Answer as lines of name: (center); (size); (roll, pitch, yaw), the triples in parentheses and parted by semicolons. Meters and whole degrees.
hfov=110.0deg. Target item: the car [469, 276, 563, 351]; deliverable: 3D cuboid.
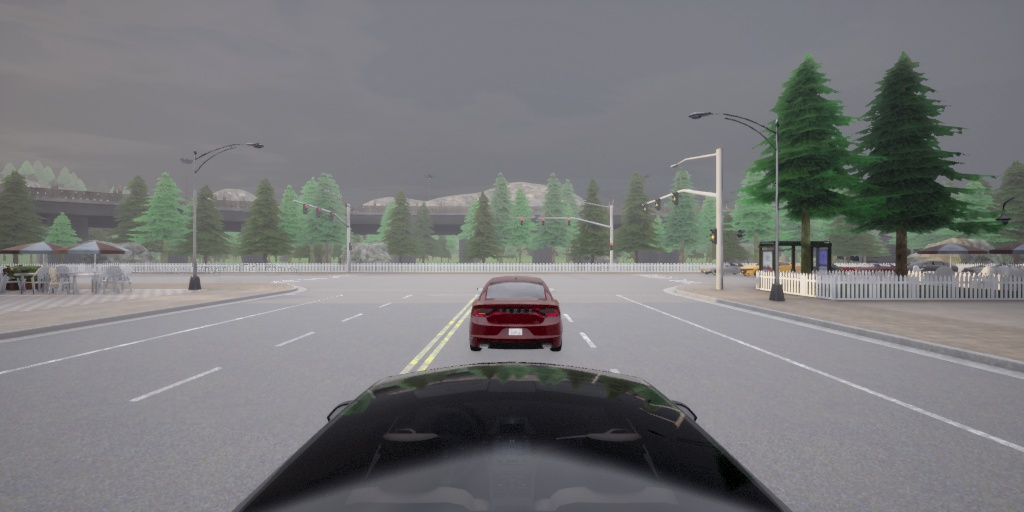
car: (0.103, 1.228, 8.989); (1.882, 1.535, 5.008); (0, 0, 1)

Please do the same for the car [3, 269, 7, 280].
car: (-38.418, 1.295, 26.054); (4.718, 1.301, 1.895); (0, 0, -7)

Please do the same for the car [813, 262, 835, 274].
car: (31.050, 1.295, 36.498); (4.718, 1.301, 1.895); (0, 0, 2)

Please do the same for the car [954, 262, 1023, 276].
car: (43.003, 1.258, 31.776); (4.181, 1.385, 1.994); (0, 0, 14)

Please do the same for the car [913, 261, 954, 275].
car: (40.969, 1.199, 35.696); (4.892, 1.490, 1.837); (0, 0, 10)

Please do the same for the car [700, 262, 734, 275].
car: (21.881, 1.295, 36.646); (4.718, 1.301, 1.895); (0, 0, 1)

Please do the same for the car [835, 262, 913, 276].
car: (33.121, 1.295, 32.923); (4.718, 1.301, 1.895); (0, 0, 2)

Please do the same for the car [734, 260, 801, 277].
car: (23.817, 1.172, 33.115); (5.008, 1.535, 1.882); (0, 0, 1)

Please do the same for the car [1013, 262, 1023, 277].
car: (50.983, 1.242, 33.042); (5.357, 1.411, 2.033); (0, 0, 22)
